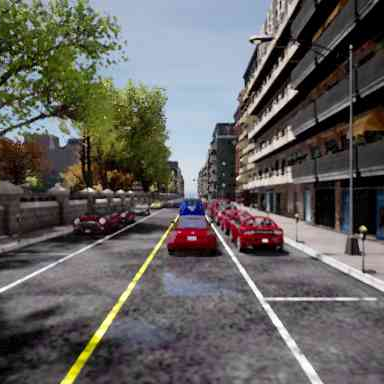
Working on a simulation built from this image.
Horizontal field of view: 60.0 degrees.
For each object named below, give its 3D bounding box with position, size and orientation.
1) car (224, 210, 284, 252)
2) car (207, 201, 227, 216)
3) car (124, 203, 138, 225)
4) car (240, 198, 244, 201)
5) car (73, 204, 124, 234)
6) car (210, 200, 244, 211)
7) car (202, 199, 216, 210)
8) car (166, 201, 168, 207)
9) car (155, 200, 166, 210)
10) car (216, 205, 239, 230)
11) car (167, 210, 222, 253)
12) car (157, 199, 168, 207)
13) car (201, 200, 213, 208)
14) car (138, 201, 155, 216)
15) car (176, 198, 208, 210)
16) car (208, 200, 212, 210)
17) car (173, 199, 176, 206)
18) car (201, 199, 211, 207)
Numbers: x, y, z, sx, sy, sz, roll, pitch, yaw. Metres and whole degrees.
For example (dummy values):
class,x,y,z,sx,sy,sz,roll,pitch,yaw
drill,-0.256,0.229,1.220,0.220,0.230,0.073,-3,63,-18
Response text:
class,x,y,z,sx,sy,sz,roll,pitch,yaw
car,2.695,1.683,14.510,1.887,1.381,4.507,0,-1,0
car,2.704,1.798,37.031,1.967,1.590,4.097,0,-1,0
car,-5.681,1.688,25.772,1.967,1.590,4.097,0,-1,0
car,14.653,2.527,92.166,5.009,1.841,2.192,1,-1,0
car,-5.683,1.632,20.144,1.967,1.590,4.097,0,-1,0
car,2.700,1.688,25.770,1.967,1.590,4.097,0,-1,0
car,2.711,1.969,53.920,1.967,1.590,4.097,0,-1,0
car,-5.667,2.138,59.552,2.008,1.369,4.403,0,-1,0
car,-5.669,2.052,53.752,1.752,1.417,4.829,0,-1,0
car,2.697,1.737,20.140,1.887,1.381,4.507,0,-1,0
car,0.010,1.700,14.326,1.994,1.385,4.181,0,-1,0
car,-5.665,2.170,65.013,1.752,1.417,4.829,0,-1,0
car,2.714,2.153,59.549,1.947,1.339,4.313,0,-1,0
car,-5.676,1.909,37.032,2.008,1.369,4.403,0,-1,0
car,0.013,1.496,29.002,2.150,2.045,5.566,0,0,0
car,2.701,1.618,31.401,2.192,1.841,5.009,0,-1,0
car,-2.972,2.225,68.791,2.033,1.411,5.357,0,-1,0
car,2.715,2.174,65.351,1.752,1.417,4.829,0,-1,0
